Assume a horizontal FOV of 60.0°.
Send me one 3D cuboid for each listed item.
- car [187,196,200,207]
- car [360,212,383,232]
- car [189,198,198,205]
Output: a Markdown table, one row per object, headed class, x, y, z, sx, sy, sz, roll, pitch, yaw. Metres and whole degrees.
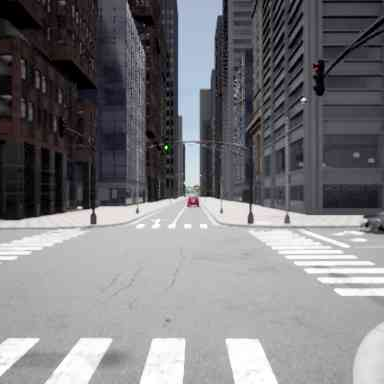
| class | x | y | z | sx | sy | sz | roll | pitch | yaw |
| --- | --- | --- | --- | --- | --- | --- | --- | --- | --- |
| car | 0.248 | 1.742 | 61.640 | 2.150 | 2.045 | 5.566 | 0 | -1 | 0 |
| car | 12.203 | 1.547 | 18.890 | 4.902 | 1.511 | 2.128 | 0 | 0 | 2 |
| car | 0.299 | 2.043 | 72.064 | 1.895 | 1.301 | 4.718 | 0 | -1 | 0 |
